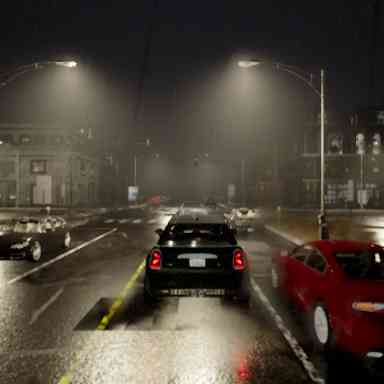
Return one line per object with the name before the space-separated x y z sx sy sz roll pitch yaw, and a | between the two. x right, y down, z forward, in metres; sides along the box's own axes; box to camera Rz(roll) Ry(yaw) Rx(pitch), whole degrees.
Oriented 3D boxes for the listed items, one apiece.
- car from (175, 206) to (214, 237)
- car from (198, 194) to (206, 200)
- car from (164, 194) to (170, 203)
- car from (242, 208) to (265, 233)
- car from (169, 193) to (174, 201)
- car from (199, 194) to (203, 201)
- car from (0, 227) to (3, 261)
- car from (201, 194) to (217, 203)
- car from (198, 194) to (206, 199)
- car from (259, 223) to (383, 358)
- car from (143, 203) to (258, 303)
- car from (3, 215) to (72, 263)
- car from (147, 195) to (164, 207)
car | 0.097 1.559 18.553 1.895 1.301 4.718 0 0 0
car | 2.727 1.248 88.504 1.967 1.590 4.097 0 0 0
car | -5.664 1.415 60.912 2.008 1.369 4.403 0 0 0
car | 2.701 1.511 17.462 2.008 1.369 4.403 0 0 0
car | -5.659 1.281 71.955 1.967 1.590 4.097 0 0 0
car | 2.716 1.446 60.894 1.802 1.307 4.206 0 0 0
car | -5.683 1.426 6.098 1.967 1.590 4.097 0 0 0
car | 2.712 1.454 49.852 1.947 1.339 4.313 0 0 0
car | 2.729 1.349 94.027 2.008 1.369 4.403 0 0 0
car | 2.696 1.531 6.078 1.887 1.381 4.507 0 0 0
car | 0.102 1.333 8.331 2.097 1.767 4.553 0 0 0
car | -5.682 1.524 11.790 2.008 1.369 4.403 0 0 0
car | -5.668 1.470 49.868 1.802 1.307 4.206 0 0 0
